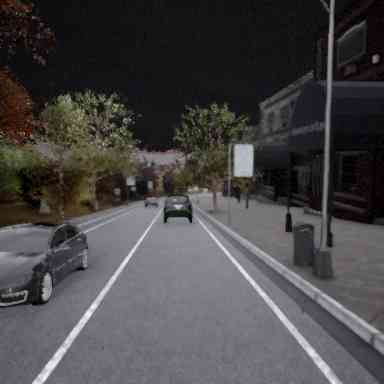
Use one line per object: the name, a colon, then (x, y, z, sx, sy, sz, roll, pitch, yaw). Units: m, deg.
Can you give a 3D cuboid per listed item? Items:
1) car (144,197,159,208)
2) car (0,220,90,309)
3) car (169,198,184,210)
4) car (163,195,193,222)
car: (-6.015, 1.520, 49.598, 1.837, 1.490, 4.892, 0, 0, -3)
car: (-3.885, 1.522, 8.111, 1.837, 1.490, 4.892, 0, 0, -3)
car: (-2.048, 1.513, 44.171, 1.812, 1.442, 4.674, 0, 0, -3)
car: (-1.106, 1.213, 26.051, 2.150, 2.045, 5.566, 0, 0, -3)
